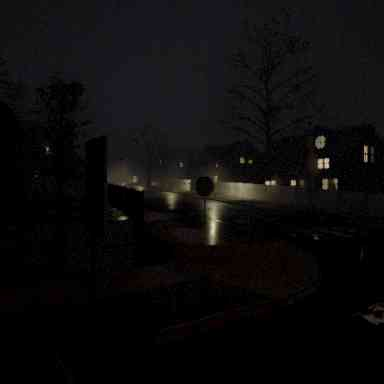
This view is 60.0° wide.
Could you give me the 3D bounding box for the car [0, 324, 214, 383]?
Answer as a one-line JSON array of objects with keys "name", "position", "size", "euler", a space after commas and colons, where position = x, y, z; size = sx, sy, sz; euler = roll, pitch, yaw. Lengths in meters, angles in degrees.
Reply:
[{"name": "car", "position": [-1.978, 1.604, 1.534], "size": [4.718, 1.301, 1.895], "euler": [0, 0, -36]}]
